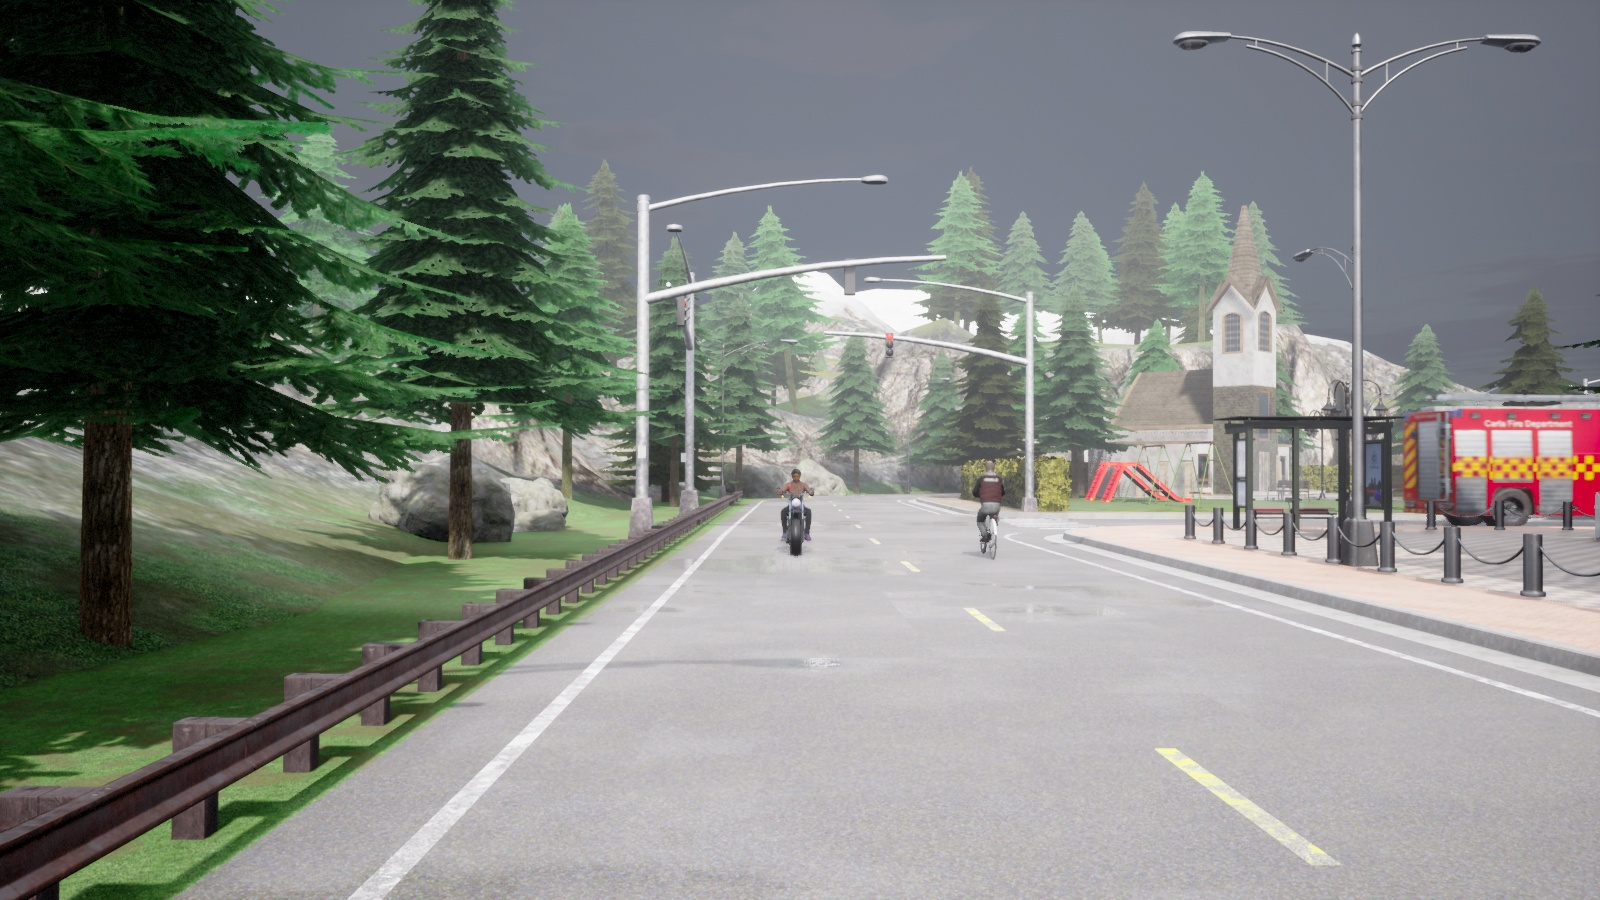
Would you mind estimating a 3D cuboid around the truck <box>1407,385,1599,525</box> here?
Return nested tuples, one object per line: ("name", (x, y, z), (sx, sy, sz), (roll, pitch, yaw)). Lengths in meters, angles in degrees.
("truck", (22.398, 0.150, 36.120), (8.468, 3.827, 2.891), (0, -1, -1))

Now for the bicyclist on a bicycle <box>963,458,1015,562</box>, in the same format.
("bicyclist on a bicycle", (3.438, 1.053, 22.958), (0.659, 1.776, 1.843), (0, 1, 0))

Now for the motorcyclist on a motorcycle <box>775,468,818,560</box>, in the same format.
("motorcyclist on a motorcycle", (-0.064, 1.163, 23.731), (0.766, 1.649, 2.350), (0, -1, 0))
